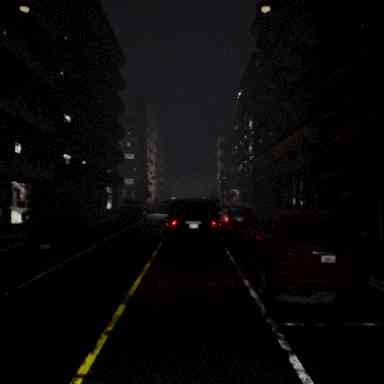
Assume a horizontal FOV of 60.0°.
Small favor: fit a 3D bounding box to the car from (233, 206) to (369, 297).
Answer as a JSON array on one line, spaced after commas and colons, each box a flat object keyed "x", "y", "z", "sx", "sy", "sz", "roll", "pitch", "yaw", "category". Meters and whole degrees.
[{"x": 2.551, "y": 1.346, "z": 8.616, "sx": 2.192, "sy": 1.841, "sz": 5.009, "roll": 1, "pitch": 0, "yaw": 0, "category": "car"}]

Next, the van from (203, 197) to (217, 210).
[{"x": 2.533, "y": 1.567, "z": 47.336, "sx": 1.690, "sy": 1.788, "sz": 3.998, "roll": 1, "pitch": 0, "yaw": 0, "category": "van"}]

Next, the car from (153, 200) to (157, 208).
[{"x": -5.313, "y": 1.706, "z": 36.324, "sx": 1.887, "sy": 1.381, "sz": 4.507, "roll": 1, "pitch": 0, "yaw": 0, "category": "car"}]

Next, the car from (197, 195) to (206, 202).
[{"x": 2.550, "y": 1.826, "z": 91.047, "sx": 2.192, "sy": 1.841, "sz": 5.009, "roll": 1, "pitch": 0, "yaw": 0, "category": "car"}]

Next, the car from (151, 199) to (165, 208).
[{"x": -5.321, "y": 1.844, "z": 52.917, "sx": 1.802, "sy": 1.307, "sz": 4.206, "roll": 1, "pitch": 0, "yaw": 0, "category": "car"}]

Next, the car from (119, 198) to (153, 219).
[{"x": -5.305, "y": 1.446, "z": 30.793, "sx": 2.192, "sy": 1.841, "sz": 5.009, "roll": 1, "pitch": 0, "yaw": 0, "category": "car"}]

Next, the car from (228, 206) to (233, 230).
[{"x": 2.543, "y": 1.518, "z": 19.678, "sx": 1.967, "sy": 1.590, "sz": 4.097, "roll": 1, "pitch": 0, "yaw": 0, "category": "car"}]

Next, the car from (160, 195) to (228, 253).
[{"x": 0.078, "y": 1.273, "z": 14.073, "sx": 2.150, "sy": 2.045, "sz": 5.566, "roll": 0, "pitch": 0, "yaw": 0, "category": "car"}]

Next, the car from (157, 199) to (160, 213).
[{"x": -2.860, "y": 1.680, "z": 38.787, "sx": 1.837, "sy": 1.490, "sz": 4.892, "roll": 0, "pitch": 0, "yaw": 0, "category": "car"}]

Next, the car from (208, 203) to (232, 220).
[{"x": 2.536, "y": 1.713, "z": 30.740, "sx": 1.802, "sy": 1.307, "sz": 4.206, "roll": 1, "pitch": 0, "yaw": 0, "category": "car"}]

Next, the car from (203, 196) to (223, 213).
[{"x": 2.536, "y": 1.508, "z": 41.804, "sx": 2.192, "sy": 1.841, "sz": 5.009, "roll": 1, "pitch": 0, "yaw": 0, "category": "car"}]

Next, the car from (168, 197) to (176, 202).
[{"x": -5.335, "y": 2.076, "z": 90.996, "sx": 1.947, "sy": 1.339, "sz": 4.313, "roll": 1, "pitch": 0, "yaw": 0, "category": "car"}]

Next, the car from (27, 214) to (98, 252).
[{"x": -5.304, "y": 1.620, "z": 14.203, "sx": 1.947, "sy": 1.339, "sz": 4.313, "roll": 1, "pitch": 0, "yaw": 0, "category": "car"}]

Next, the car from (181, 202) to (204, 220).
[{"x": 0.074, "y": 1.694, "z": 30.639, "sx": 1.994, "sy": 1.385, "sz": 4.181, "roll": 0, "pitch": 0, "yaw": 0, "category": "car"}]
